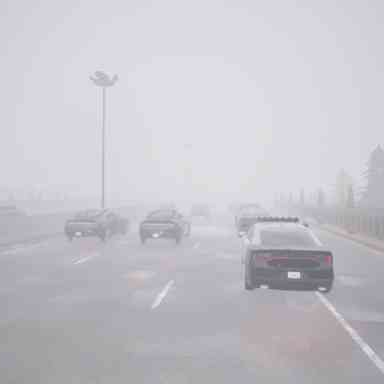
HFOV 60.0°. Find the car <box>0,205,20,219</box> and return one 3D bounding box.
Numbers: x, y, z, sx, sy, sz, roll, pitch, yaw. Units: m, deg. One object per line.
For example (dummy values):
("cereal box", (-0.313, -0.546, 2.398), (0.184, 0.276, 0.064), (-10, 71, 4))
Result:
("car", (-11.825, 1.670, 18.036), (1.812, 1.442, 4.674), (0, -1, 7))

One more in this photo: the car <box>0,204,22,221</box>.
("car", (-17.538, 1.790, 29.078), (2.033, 1.411, 5.357), (0, -1, 7))

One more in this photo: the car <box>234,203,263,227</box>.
("car", (3.567, 1.652, 19.123), (1.882, 1.535, 5.008), (0, -1, 7))

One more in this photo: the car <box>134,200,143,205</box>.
("car", (-9.874, 2.238, 67.518), (1.895, 1.301, 4.718), (0, -1, 20))

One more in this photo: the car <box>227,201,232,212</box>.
("car", (5.882, 1.970, 45.484), (2.033, 1.411, 5.357), (0, 0, 12))

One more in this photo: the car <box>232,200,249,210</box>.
("car", (4.285, 1.583, 25.051), (2.097, 1.767, 4.553), (0, -1, 7))

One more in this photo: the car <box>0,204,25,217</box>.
("car", (-14.536, 1.711, 24.727), (1.837, 1.490, 4.892), (0, -1, 7))

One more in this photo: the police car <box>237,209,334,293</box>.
("police car", (2.378, 1.504, 9.305), (1.930, 1.638, 5.238), (0, -1, 7))

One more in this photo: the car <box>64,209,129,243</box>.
("car", (-4.691, 1.635, 17.058), (2.128, 1.511, 4.902), (0, -1, 7))

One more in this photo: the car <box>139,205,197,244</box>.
("car", (-1.227, 1.634, 16.548), (2.128, 1.511, 4.902), (0, -1, 7))

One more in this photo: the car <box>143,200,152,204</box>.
("car", (-7.139, 2.208, 64.685), (1.895, 1.301, 4.718), (0, -1, 20))

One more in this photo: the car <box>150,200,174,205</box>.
("car", (-2.562, 1.862, 34.632), (2.033, 1.411, 5.357), (0, -1, 7))

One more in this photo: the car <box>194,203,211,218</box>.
("car", (0.932, 1.864, 34.368), (2.033, 1.411, 5.357), (0, -1, 7))

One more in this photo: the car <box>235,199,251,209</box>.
("car", (8.884, 2.049, 57.701), (1.812, 1.442, 4.674), (0, -1, 20))
